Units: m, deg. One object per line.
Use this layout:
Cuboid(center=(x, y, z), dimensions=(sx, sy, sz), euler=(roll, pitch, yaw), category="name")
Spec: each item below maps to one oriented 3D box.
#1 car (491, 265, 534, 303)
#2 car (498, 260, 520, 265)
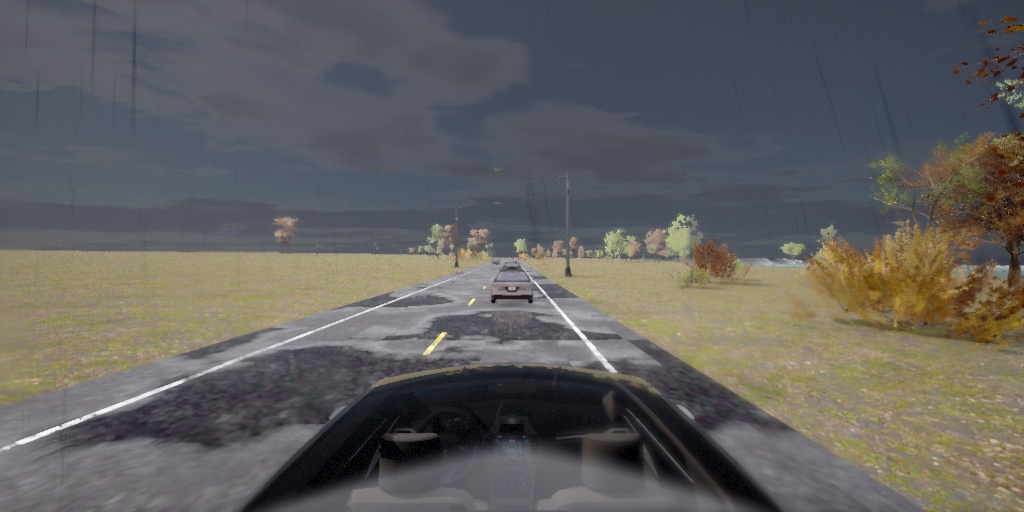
Cuboid(center=(0.000, 1.315, 16.500), dimensions=(2.033, 1.411, 5.357), euler=(0, 0, 0), category="car")
Cuboid(center=(0.000, 1.269, 31.501), dimensions=(1.837, 1.490, 4.892), euler=(0, 0, 0), category="car")
